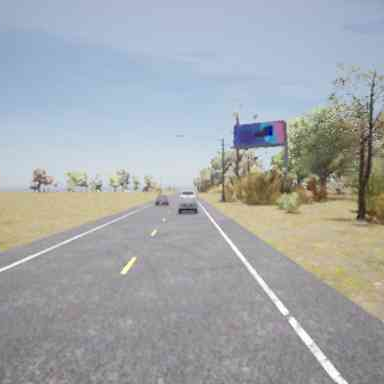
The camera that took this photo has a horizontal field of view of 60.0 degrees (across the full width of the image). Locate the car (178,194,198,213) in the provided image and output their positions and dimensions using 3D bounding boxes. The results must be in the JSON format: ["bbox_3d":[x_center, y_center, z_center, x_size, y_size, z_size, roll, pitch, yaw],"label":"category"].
[{"bbox_3d":[-0.378,1.243,32.134,2.033,1.411,5.357,0,1,0],"label":"car"}]

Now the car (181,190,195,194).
[{"bbox_3d":[-0.526,0.797,44.877,2.150,2.045,5.566,0,1,0],"label":"car"}]

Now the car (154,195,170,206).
[{"bbox_3d":[-4.096,1.133,46.190,1.837,1.490,4.892,0,1,-1],"label":"car"}]
